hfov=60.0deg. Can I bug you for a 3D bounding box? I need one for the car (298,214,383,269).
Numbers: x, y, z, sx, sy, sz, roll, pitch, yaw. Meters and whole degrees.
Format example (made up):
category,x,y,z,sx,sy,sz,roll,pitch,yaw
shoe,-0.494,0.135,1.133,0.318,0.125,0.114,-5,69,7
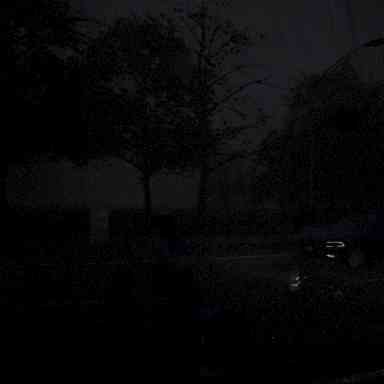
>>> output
category,x,y,z,sx,sy,sz,roll,pitch,yaw
car,5.916,1.507,11.270,5.008,1.535,1.882,1,0,-24
